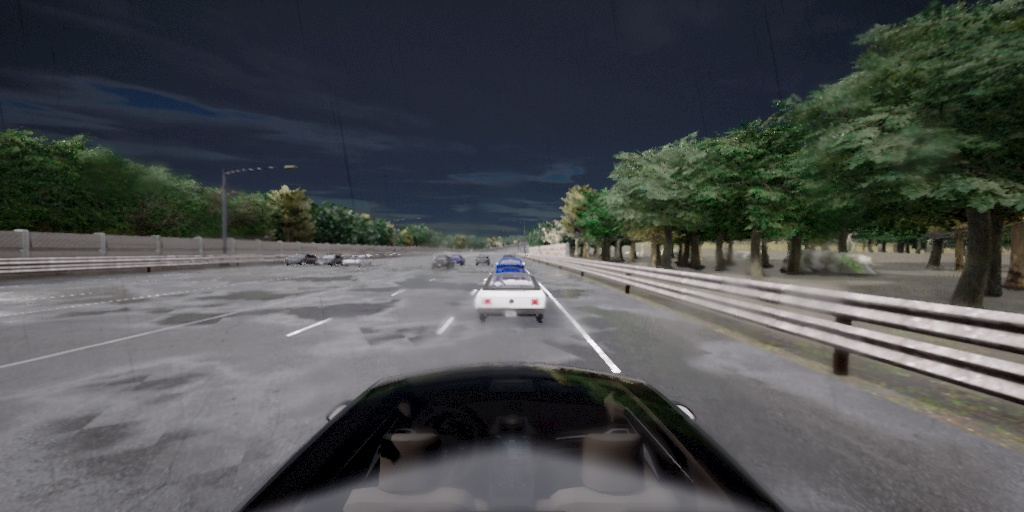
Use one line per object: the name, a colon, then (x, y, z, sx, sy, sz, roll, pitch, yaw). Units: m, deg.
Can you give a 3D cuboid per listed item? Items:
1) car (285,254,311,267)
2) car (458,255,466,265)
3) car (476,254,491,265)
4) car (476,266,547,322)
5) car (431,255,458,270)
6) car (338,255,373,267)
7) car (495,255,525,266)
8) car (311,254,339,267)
car: (-24.965, 0.487, 42.761, 1.837, 1.490, 4.892, 0, 0, -2)
car: (-7.470, 0.513, 48.766, 1.812, 1.442, 4.674, 0, 1, -2)
car: (-3.981, 0.487, 49.612, 2.128, 1.511, 4.902, 0, 1, -2)
car: (-0.020, 1.178, 11.471, 1.895, 1.301, 4.718, 0, 1, 0)
car: (-7.205, 0.671, 37.710, 1.812, 1.442, 4.674, 0, 1, -1)
car: (-17.934, 0.632, 41.778, 1.895, 1.301, 4.718, 0, 1, -2)
car: (-0.115, 0.849, 24.654, 1.882, 1.535, 5.008, 0, 1, -1)
car: (-21.452, 0.527, 42.584, 1.812, 1.442, 4.674, 0, 1, -2)
